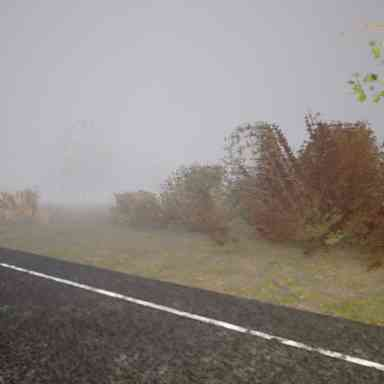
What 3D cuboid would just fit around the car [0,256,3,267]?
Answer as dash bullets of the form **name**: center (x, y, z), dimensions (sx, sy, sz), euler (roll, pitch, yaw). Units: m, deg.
- **car**: center (-7.432, 1.548, 9.449), dimensions (5.357, 1.411, 2.033), euler (0, 0, 36)
